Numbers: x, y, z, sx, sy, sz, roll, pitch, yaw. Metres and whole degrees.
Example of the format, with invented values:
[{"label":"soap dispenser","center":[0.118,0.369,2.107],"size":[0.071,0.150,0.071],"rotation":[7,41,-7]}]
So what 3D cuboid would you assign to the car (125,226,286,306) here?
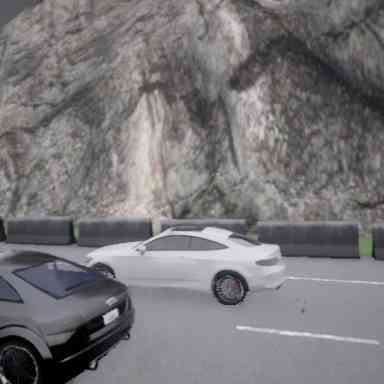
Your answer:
[{"label":"car","center":[-0.247,1.531,7.728],"size":[4.674,1.442,1.812],"rotation":[-1,0,17]}]

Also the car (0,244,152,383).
[{"label":"car","center":[-2.960,1.595,4.890],"size":[4.181,1.385,1.994],"rotation":[0,0,17]}]
